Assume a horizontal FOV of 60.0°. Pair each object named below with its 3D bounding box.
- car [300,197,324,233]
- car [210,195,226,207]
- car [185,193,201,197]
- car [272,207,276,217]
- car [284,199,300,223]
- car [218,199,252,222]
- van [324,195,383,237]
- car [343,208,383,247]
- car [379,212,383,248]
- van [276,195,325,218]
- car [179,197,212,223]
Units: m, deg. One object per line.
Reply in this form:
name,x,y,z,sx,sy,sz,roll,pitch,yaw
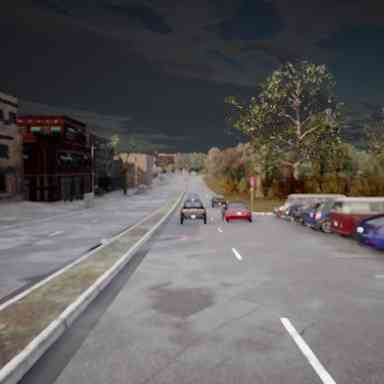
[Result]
car,8.756,1.325,18.465,4.553,1.767,2.185,0,0,0
car,3.348,1.115,42.395,1.837,1.490,4.892,0,1,0
car,0.097,0.964,42.309,2.097,1.767,4.553,0,1,0
car,8.816,1.252,26.603,4.553,1.767,2.185,0,1,0
car,8.781,1.433,21.093,4.892,1.521,2.231,0,0,0
car,3.347,1.473,25.681,1.994,1.385,4.181,0,1,0
van,8.904,1.240,15.580,4.442,1.987,1.878,0,0,0
car,8.817,1.505,12.829,4.792,1.488,2.163,0,0,0
car,8.758,1.514,10.076,4.792,1.488,2.163,0,0,0
van,8.670,1.183,23.849,4.442,1.987,1.878,0,1,0
car,0.097,1.411,24.574,2.128,1.511,4.902,0,0,0
